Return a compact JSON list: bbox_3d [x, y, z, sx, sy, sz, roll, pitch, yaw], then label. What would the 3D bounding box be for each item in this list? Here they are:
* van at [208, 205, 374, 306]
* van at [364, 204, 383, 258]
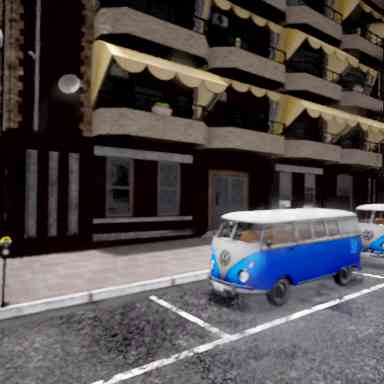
[{"bbox_3d":[2.244,1.305,7.667,3.998,1.788,1.690,0,2,-35],"label":"van"},{"bbox_3d":[6.748,1.276,10.878,3.998,1.788,1.690,0,2,-35],"label":"van"}]
